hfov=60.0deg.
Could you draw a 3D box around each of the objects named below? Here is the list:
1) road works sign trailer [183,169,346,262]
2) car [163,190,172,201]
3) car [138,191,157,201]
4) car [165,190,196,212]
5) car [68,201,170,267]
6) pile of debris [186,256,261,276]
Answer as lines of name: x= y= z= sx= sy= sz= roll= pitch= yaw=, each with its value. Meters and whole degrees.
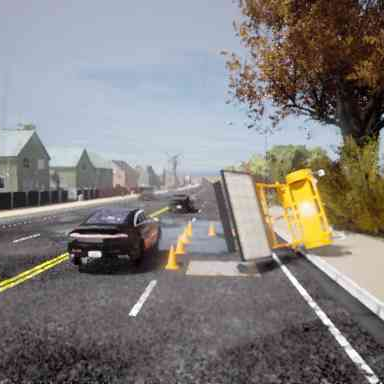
road works sign trailer: x=2.022 y=0.710 z=9.631 sx=3.560 sy=2.380 sz=2.880 roll=4 pitch=-22 yaw=-45
car: x=-2.873 y=0.456 z=47.786 sx=2.033 sy=1.411 sz=5.357 roll=0 pitch=1 yaw=4
car: x=-6.204 y=0.495 z=46.807 sx=1.994 sy=1.385 sz=4.181 roll=0 pitch=1 yaw=4
car: x=-0.845 y=0.859 z=28.663 sx=1.837 sy=1.490 sz=4.892 roll=0 pitch=1 yaw=4
car: x=-2.196 y=1.253 z=10.572 sx=2.128 sy=1.511 sz=4.902 roll=0 pitch=1 yaw=4
pile of debris: x=0.821 y=1.964 z=8.956 sx=1.860 sy=0.140 sz=1.500 roll=0 pitch=1 yaw=4
